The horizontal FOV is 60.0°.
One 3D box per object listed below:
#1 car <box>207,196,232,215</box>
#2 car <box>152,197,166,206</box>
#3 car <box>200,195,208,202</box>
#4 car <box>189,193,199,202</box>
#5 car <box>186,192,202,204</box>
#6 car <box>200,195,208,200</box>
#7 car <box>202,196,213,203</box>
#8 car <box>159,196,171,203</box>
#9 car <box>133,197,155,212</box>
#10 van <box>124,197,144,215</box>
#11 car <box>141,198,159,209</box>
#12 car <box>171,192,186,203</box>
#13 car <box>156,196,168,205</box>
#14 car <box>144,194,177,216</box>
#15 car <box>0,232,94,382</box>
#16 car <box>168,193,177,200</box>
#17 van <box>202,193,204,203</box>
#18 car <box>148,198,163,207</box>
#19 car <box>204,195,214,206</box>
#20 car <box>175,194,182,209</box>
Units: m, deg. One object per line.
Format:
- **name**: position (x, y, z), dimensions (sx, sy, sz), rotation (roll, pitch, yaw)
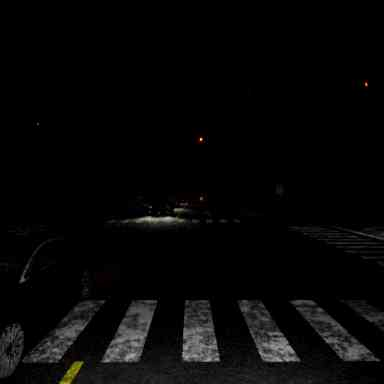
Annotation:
- **car**: position (2.872, 1.442, 33.418), dimensions (1.967, 1.590, 4.097), rotation (0, 0, 0)
- **car**: position (-5.510, 1.568, 56.142), dimensions (1.947, 1.339, 4.313), rotation (0, 0, 0)
- **car**: position (2.846, 1.452, 79.604), dimensions (1.801, 1.575, 5.366), rotation (0, 0, 0)
- **car**: position (0.459, 1.185, 73.800), dimensions (2.097, 1.767, 4.553), rotation (0, 0, 0)
- **car**: position (0.395, 1.222, 63.440), dimensions (2.150, 2.045, 5.566), rotation (0, 0, 0)
- **car**: position (3.230, 1.557, 90.110), dimensions (1.947, 1.339, 4.313), rotation (0, 0, 0)
- **car**: position (3.087, 1.551, 67.433), dimensions (2.008, 1.369, 4.403), rotation (0, 0, 0)
- **car**: position (-5.439, 1.566, 67.478), dimensions (1.947, 1.339, 4.313), rotation (0, 0, 0)
- **car**: position (-5.617, 1.442, 39.137), dimensions (1.967, 1.590, 4.097), rotation (0, 0, 0)
- **van**: position (-5.653, 1.343, 33.469), dimensions (1.690, 1.788, 3.998), rotation (0, 0, 0)
- **car**: position (-5.582, 1.568, 44.806), dimensions (1.947, 1.339, 4.313), rotation (0, 0, 0)
- **car**: position (-2.588, 1.223, 67.363), dimensions (2.150, 2.045, 5.566), rotation (0, 0, 1)
- **car**: position (-5.476, 1.526, 61.640), dimensions (1.752, 1.417, 4.829), rotation (0, 0, 0)
- **car**: position (-2.943, 1.354, 32.168), dimensions (2.097, 1.767, 4.553), rotation (0, 0, 2)
- **car**: position (-3.084, 1.493, 5.489), dimensions (2.128, 1.511, 4.902), rotation (0, 0, 0)
- **car**: position (-5.296, 1.306, 90.151), dimensions (2.192, 1.841, 5.009), rotation (0, 0, 0)
- **van**: position (3.015, 1.343, 56.094), dimensions (1.690, 1.788, 3.998), rotation (0, 0, 0)
- **car**: position (-5.546, 1.584, 50.474), dimensions (1.802, 1.307, 4.206), rotation (0, 0, 0)
- **car**: position (2.944, 1.443, 44.756), dimensions (1.967, 1.590, 4.097), rotation (0, 0, 0)
- **car**: position (-2.812, 1.480, 46.211), dimensions (1.882, 1.535, 5.008), rotation (0, 0, 0)
